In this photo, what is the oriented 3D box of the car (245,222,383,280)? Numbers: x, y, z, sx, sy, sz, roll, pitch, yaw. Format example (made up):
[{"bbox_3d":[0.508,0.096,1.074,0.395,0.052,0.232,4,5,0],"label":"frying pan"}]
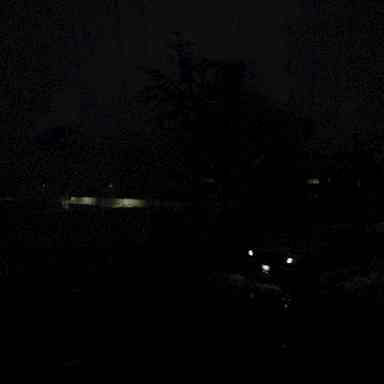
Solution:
[{"bbox_3d":[4.161,1.689,10.545,5.357,1.411,2.033,1,-1,-36],"label":"car"}]
